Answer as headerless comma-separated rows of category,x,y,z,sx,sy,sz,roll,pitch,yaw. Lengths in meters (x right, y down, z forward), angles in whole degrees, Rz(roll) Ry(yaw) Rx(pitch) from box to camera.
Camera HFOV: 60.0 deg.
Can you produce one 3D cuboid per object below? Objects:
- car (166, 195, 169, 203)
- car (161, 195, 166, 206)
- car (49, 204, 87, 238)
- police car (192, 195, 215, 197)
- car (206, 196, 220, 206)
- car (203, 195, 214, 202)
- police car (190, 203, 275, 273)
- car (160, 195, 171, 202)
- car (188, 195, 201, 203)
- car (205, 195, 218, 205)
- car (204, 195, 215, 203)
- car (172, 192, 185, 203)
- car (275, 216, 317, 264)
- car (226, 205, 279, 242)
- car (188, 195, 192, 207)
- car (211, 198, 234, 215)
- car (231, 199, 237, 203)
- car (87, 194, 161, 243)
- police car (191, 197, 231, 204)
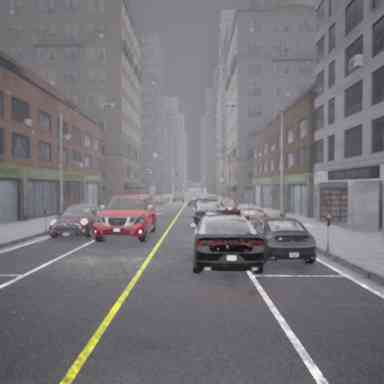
car,-5.362,1.340,55.478,1.947,1.339,4.313,-1,0,0
car,-5.405,1.234,49.972,1.967,1.590,4.097,-1,0,0
car,-5.651,1.365,16.943,1.967,1.590,4.097,-1,0,0
police car,1.095,1.310,26.599,1.930,1.638,5.238,0,0,0
car,3.122,1.360,49.909,1.947,1.339,4.313,-1,0,0
car,3.244,1.280,66.424,1.887,1.381,4.507,-1,0,0
police car,0.976,1.377,10.599,1.930,1.638,5.238,0,0,0
car,-5.280,1.279,66.488,1.887,1.381,4.507,-1,0,0
car,0.451,1.247,60.803,2.128,1.511,4.902,0,0,0
car,3.162,1.319,55.414,1.887,1.381,4.507,-1,0,0
car,3.204,1.299,60.919,1.887,1.381,4.507,-1,0,0
car,-2.527,0.950,63.931,2.150,2.045,5.566,0,0,0
car,2.834,1.499,11.374,2.008,1.369,4.403,-1,0,0
car,2.875,1.470,16.879,1.887,1.381,4.507,-1,0,0
car,0.354,1.332,46.716,1.812,1.442,4.674,0,0,1
car,2.998,1.402,33.394,1.887,1.381,4.507,-1,0,0
car,2.956,1.320,27.889,1.967,1.590,4.097,-1,0,0
car,-2.984,1.150,16.012,2.150,2.045,5.566,0,0,0
police car,1.047,1.335,20.599,1.930,1.638,5.238,0,0,0
